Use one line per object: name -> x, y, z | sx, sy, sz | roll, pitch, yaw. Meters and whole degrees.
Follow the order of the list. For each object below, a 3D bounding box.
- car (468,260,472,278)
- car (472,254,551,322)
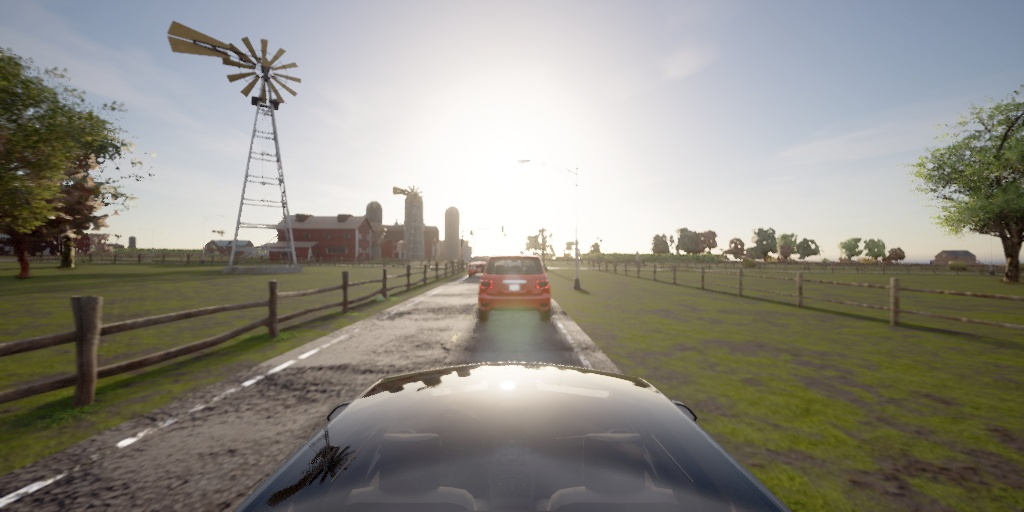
car -> -2.841, 0.912, 34.005 | 2.150, 2.045, 5.566 | 0, 0, 0
car -> 0.080, 0.950, 12.435 | 2.150, 2.045, 5.566 | 0, 0, 0
